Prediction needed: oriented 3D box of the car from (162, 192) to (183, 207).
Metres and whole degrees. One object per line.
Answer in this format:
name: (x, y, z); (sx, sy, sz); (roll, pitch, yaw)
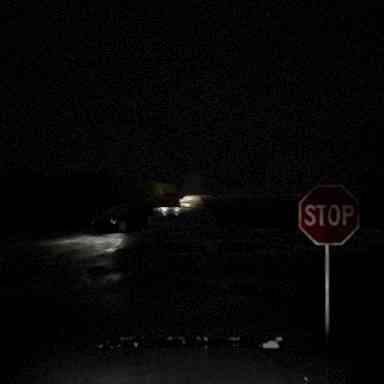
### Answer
car: (-2.713, 1.020, 44.532); (2.150, 2.045, 5.566); (0, 2, 0)

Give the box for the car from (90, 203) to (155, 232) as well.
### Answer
car: (-4.030, 1.454, 19.964); (1.882, 1.535, 5.008); (-1, 1, 21)
